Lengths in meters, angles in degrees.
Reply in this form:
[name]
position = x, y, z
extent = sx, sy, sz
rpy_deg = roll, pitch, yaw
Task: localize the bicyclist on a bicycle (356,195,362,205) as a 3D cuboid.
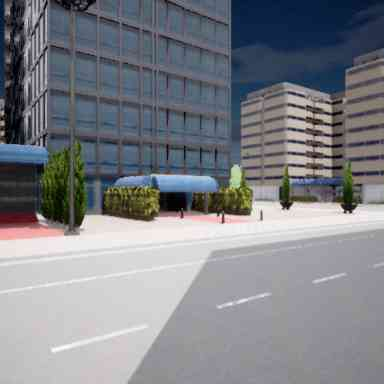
[bicyclist on a bicycle]
position = 27.244, 1.274, 54.175
extent = 1.656, 1.620, 0.582
rpy_deg = 0, 0, -35
